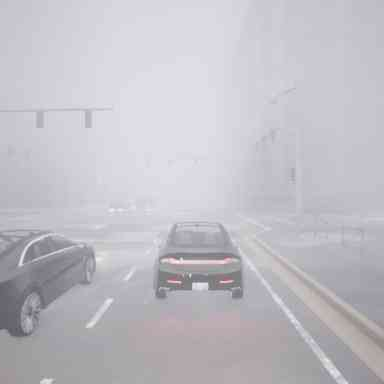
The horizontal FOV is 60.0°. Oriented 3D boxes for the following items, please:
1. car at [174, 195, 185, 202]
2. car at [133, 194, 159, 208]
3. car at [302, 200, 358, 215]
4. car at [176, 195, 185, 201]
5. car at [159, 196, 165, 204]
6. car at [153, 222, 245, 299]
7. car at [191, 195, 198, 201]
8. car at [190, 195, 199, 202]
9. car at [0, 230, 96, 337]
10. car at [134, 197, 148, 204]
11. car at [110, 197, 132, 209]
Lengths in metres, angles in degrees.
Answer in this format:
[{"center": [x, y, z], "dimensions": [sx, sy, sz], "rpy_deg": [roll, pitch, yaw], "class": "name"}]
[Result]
[{"center": [-2.953, 1.555, 75.724], "dimensions": [1.837, 1.490, 4.892], "rpy_deg": [0, 0, 0], "class": "car"}, {"center": [-6.731, 1.259, 49.416], "dimensions": [2.150, 2.045, 5.566], "rpy_deg": [0, 0, 2], "class": "car"}, {"center": [13.449, 1.517, 32.913], "dimensions": [5.357, 1.411, 2.033], "rpy_deg": [0, 0, 0], "class": "car"}, {"center": [-2.883, 1.588, 85.426], "dimensions": [2.033, 1.411, 5.357], "rpy_deg": [0, 0, 0], "class": "car"}, {"center": [-6.644, 1.537, 59.629], "dimensions": [2.128, 1.511, 4.902], "rpy_deg": [0, 0, 1], "class": "car"}, {"center": [0.137, 1.498, 8.449], "dimensions": [2.128, 1.511, 4.902], "rpy_deg": [0, 0, 0], "class": "car"}, {"center": [0.617, 1.526, 85.401], "dimensions": [1.882, 1.535, 5.008], "rpy_deg": [0, 0, 0], "class": "car"}, {"center": [0.552, 1.651, 76.356], "dimensions": [1.895, 1.301, 4.718], "rpy_deg": [0, 0, 0], "class": "car"}, {"center": [-3.397, 1.497, 6.630], "dimensions": [2.128, 1.511, 4.902], "rpy_deg": [0, 0, 1], "class": "car"}, {"center": [-10.058, 1.651, 65.596], "dimensions": [1.895, 1.301, 4.718], "rpy_deg": [0, 0, 1], "class": "car"}, {"center": [-10.259, 1.600, 47.097], "dimensions": [1.994, 1.385, 4.181], "rpy_deg": [0, 0, 0], "class": "car"}]
